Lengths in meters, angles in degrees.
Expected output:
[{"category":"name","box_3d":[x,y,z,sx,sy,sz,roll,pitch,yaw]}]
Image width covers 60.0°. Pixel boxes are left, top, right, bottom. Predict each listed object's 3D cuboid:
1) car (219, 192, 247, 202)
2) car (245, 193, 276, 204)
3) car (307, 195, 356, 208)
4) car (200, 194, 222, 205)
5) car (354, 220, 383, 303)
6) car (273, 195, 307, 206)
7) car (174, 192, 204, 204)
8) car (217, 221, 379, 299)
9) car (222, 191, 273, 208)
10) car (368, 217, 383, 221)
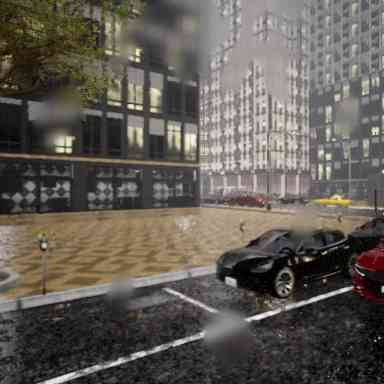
[{"category":"car","box_3d":[6.294,0.796,51.617,1.947,1.339,4.313,1,1,-36]},{"category":"car","box_3d":[9.610,0.917,47.080,1.802,1.307,4.206,1,1,-36]},{"category":"car","box_3d":[16.209,1.067,38.196,1.752,1.417,4.829,1,1,-36]},{"category":"car","box_3d":[2.848,0.941,42.130,1.947,1.339,4.313,1,0,-36]},{"category":"car","box_3d":[5.492,1.462,7.235,5.008,1.535,1.882,0,0,-35]},{"category":"car","box_3d":[12.925,1.006,42.542,1.947,1.339,4.313,1,1,-36]},{"category":"car","box_3d":[-0.465,0.815,46.666,1.887,1.381,4.507,1,0,-36]},{"category":"car","box_3d":[2.614,1.554,8.428,4.313,1.339,1.947,0,0,-36]},{"category":"car","box_3d":[6.169,0.796,37.591,2.192,1.841,5.009,1,0,-36]},{"category":"car","box_3d":[6.885,1.545,11.475,4.313,1.339,1.947,0,0,-36]}]
